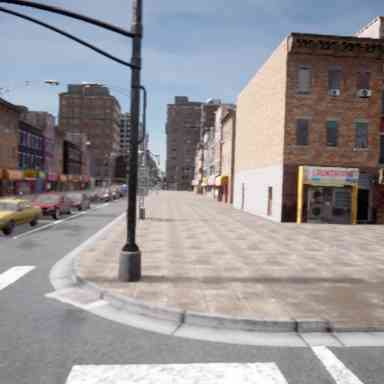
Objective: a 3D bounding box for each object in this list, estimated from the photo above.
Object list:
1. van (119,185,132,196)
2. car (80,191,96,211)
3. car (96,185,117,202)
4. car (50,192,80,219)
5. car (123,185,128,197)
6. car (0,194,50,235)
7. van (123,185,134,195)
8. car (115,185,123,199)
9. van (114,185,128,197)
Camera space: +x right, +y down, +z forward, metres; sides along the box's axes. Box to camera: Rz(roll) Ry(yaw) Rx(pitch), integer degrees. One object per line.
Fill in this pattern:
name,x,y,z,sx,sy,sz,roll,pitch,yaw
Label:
van,-11.862,-0.356,59.498,1.690,1.788,3.998,2,1,-5
car,-9.081,0.695,25.996,1.802,1.307,4.206,2,1,-5
car,-10.006,0.278,37.162,1.967,1.590,4.097,2,1,-5
car,-8.615,0.797,20.411,1.887,1.381,4.507,2,1,-5
car,-10.931,-0.116,48.328,2.192,1.841,5.009,2,1,-5
car,-8.136,0.924,14.658,1.752,1.417,4.829,2,1,-5
van,-12.327,-0.488,65.083,1.690,1.788,3.998,2,1,-5
car,-10.471,0.143,42.746,1.967,1.590,4.097,2,1,-5
van,-11.397,-0.224,53.914,1.690,1.788,3.998,2,1,-5
